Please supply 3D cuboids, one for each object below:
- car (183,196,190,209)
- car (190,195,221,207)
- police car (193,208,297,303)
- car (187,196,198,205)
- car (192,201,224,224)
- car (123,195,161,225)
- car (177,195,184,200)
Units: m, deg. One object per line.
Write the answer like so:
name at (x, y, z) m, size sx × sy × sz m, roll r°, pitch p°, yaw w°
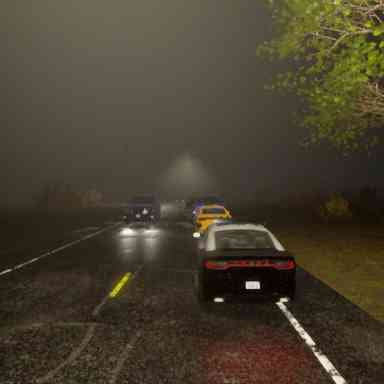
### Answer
car at (0.134, 1.512, 45.464) m, size 1.837 × 1.490 × 4.892 m, roll 0°, pitch 0°, yaw 1°
car at (1.104, 1.229, 24.319) m, size 2.150 × 2.045 × 5.566 m, roll 0°, pitch 0°, yaw 0°
police car at (1.069, 1.427, 8.396) m, size 1.930 × 1.638 × 5.238 m, roll 0°, pitch 0°, yaw 0°
car at (0.131, 1.487, 59.390) m, size 1.882 × 1.535 × 5.008 m, roll 0°, pitch 0°, yaw 0°
car at (1.091, 1.482, 18.287) m, size 1.882 × 1.535 × 5.008 m, roll 0°, pitch 0°, yaw 0°
car at (-3.544, 1.226, 24.696) m, size 2.150 × 2.045 × 5.566 m, roll 0°, pitch 0°, yaw 0°
car at (-3.293, 1.494, 93.665) m, size 1.882 × 1.535 × 5.008 m, roll 0°, pitch 0°, yaw 0°
